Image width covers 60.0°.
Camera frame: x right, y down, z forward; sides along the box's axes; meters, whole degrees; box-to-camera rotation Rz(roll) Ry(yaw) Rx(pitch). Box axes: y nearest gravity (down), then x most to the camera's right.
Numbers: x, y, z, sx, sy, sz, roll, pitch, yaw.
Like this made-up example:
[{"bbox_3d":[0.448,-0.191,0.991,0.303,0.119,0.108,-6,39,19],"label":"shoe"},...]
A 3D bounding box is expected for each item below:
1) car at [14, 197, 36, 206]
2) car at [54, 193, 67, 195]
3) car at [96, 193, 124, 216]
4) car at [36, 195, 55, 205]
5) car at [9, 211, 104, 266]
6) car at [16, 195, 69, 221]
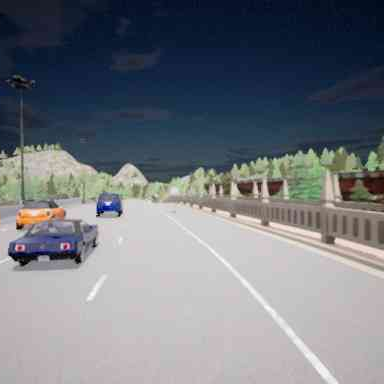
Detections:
[{"bbox_3d":[-30.496,1.770,60.853,2.128,1.511,4.902,-1,-2,-9],"label":"car"},{"bbox_3d":[-22.894,1.252,57.700,2.150,2.045,5.566,-1,-1,-9],"label":"car"},{"bbox_3d":[-7.623,1.134,31.170,2.150,2.045,5.566,-1,0,-9],"label":"car"},{"bbox_3d":[-27.061,1.566,61.499,2.097,1.767,4.553,-1,-2,-9],"label":"car"},{"bbox_3d":[-4.479,1.578,11.599,1.895,1.301,4.718,-1,0,-7],"label":"car"},{"bbox_3d":[-9.583,1.333,21.537,2.097,1.767,4.553,-1,0,-9],"label":"car"}]
